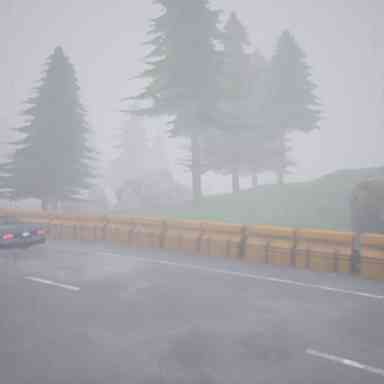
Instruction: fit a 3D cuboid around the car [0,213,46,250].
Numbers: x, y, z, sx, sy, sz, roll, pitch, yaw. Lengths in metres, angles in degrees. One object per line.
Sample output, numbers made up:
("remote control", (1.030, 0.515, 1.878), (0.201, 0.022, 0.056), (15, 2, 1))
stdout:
("car", (-8.085, 1.510, 12.834), (5.357, 1.411, 2.033), (1, 0, 27))
